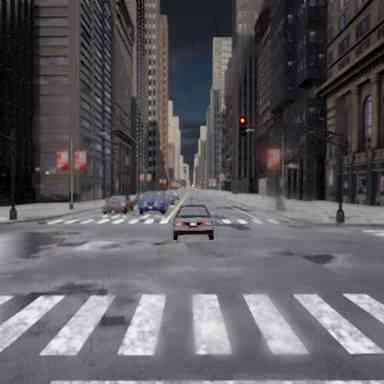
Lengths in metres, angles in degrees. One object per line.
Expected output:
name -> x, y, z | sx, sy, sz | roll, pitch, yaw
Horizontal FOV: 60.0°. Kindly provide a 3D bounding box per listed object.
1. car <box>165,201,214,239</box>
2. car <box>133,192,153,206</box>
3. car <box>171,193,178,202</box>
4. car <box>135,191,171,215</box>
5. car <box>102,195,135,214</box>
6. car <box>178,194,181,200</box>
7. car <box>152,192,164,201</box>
car -> 0.051, 1.343, 16.079 | 2.033, 1.411, 5.357 | -1, 1, 0
car -> -6.670, 0.878, 46.035 | 2.097, 1.767, 4.553 | 0, 0, 0
car -> -3.420, 0.883, 45.412 | 2.097, 1.767, 4.553 | 0, 1, 0
car -> -3.400, 0.914, 30.160 | 2.150, 2.045, 5.566 | 0, 1, 0
car -> -6.652, 1.044, 30.218 | 2.097, 1.767, 4.553 | 0, 1, 0
car -> -3.368, 0.844, 64.757 | 1.812, 1.442, 4.674 | 0, 1, 0
car -> -6.616, 0.866, 64.894 | 1.837, 1.490, 4.892 | 0, 1, 0
